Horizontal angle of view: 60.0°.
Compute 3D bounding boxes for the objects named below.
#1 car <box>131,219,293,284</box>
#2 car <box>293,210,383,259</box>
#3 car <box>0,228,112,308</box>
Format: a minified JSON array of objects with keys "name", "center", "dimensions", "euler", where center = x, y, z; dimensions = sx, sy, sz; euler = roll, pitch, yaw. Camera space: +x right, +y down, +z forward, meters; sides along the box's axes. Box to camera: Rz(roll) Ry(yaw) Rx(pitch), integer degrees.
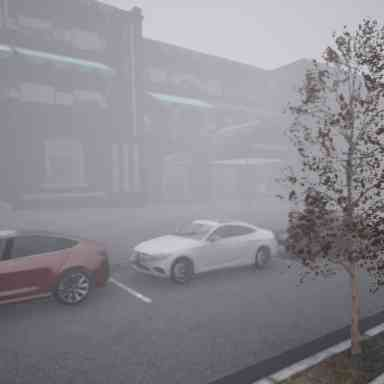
[{"name":"car","center":[0.543,1.538,9.730],"dimensions":[4.674,1.452,2.002],"euler":[0,0,-35]},{"name":"car","center":[5.057,1.540,12.899],"dimensions":[4.792,1.488,2.163],"euler":[0,0,-35]},{"name":"car","center":[-4.022,1.513,6.522],"dimensions":[4.792,1.488,2.163],"euler":[0,0,-35]}]
